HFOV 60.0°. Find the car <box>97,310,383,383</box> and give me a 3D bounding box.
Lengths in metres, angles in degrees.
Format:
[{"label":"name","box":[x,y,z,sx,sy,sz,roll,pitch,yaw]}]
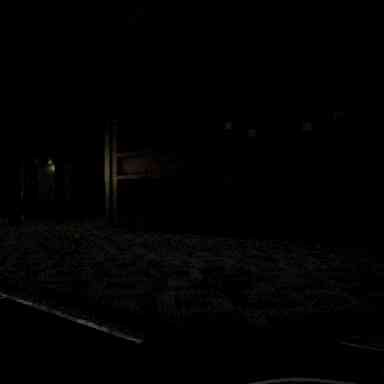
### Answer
[{"label":"car","box":[1.161,1.548,2.142,4.403,1.369,2.008,-1,0,35]}]
